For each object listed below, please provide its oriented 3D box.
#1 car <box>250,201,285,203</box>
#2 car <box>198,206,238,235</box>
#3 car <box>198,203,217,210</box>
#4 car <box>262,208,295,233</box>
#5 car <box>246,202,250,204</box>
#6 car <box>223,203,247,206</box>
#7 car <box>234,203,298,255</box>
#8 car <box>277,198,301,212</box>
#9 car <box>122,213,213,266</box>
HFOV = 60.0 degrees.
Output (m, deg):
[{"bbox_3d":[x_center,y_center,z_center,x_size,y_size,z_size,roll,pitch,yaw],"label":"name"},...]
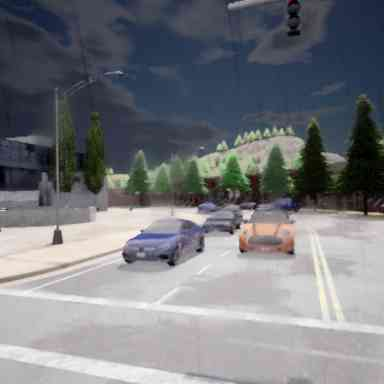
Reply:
[{"bbox_3d":[7.327,1.950,32.530,2.128,1.511,4.902,-1,-1,1],"label":"car"},{"bbox_3d":[2.167,1.901,21.825,2.033,1.411,5.357,-1,-1,17],"label":"car"},{"bbox_3d":[2.299,2.247,45.892,1.882,1.535,5.008,-1,-1,-17],"label":"car"},{"bbox_3d":[5.858,1.875,22.703,1.994,1.385,4.181,-1,-1,13],"label":"car"},{"bbox_3d":[9.488,2.384,56.265,2.033,1.411,5.357,0,-1,-28],"label":"car"},{"bbox_3d":[3.861,2.009,32.029,1.837,1.490,4.892,-1,-1,2],"label":"car"},{"bbox_3d":[3.382,1.558,14.426,2.097,1.767,4.553,-1,-1,18],"label":"car"},{"bbox_3d":[12.959,1.833,46.439,2.150,2.045,5.566,-1,-1,-14],"label":"car"},{"bbox_3d":[-0.832,1.769,12.758,1.812,1.442,4.674,-1,-1,20],"label":"car"}]
